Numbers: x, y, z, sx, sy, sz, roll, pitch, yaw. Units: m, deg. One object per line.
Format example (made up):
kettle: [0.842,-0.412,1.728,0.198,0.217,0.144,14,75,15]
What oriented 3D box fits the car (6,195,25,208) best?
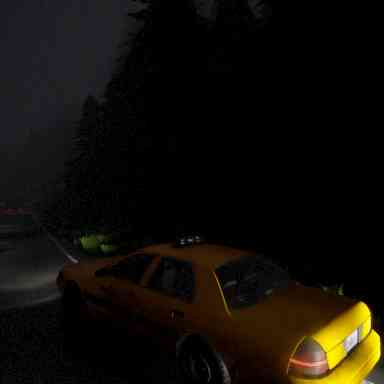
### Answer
car: [-21.211,1.058,40.010,2.128,1.511,4.902,-2,2,-27]

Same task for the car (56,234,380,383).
car: [-0.258,1.418,5.070,5.366,1.575,1.801,1,1,44]
